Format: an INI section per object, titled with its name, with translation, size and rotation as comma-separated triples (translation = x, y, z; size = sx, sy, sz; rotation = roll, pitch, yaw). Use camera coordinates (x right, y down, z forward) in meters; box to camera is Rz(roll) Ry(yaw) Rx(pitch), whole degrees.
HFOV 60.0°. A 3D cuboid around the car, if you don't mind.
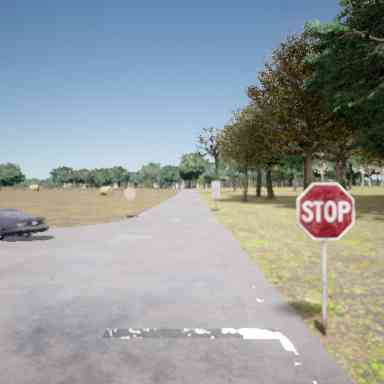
[car]
translation = -9.135, 1.395, 14.987
size = 5.357, 1.411, 2.033
rotation = 0, -1, 16
